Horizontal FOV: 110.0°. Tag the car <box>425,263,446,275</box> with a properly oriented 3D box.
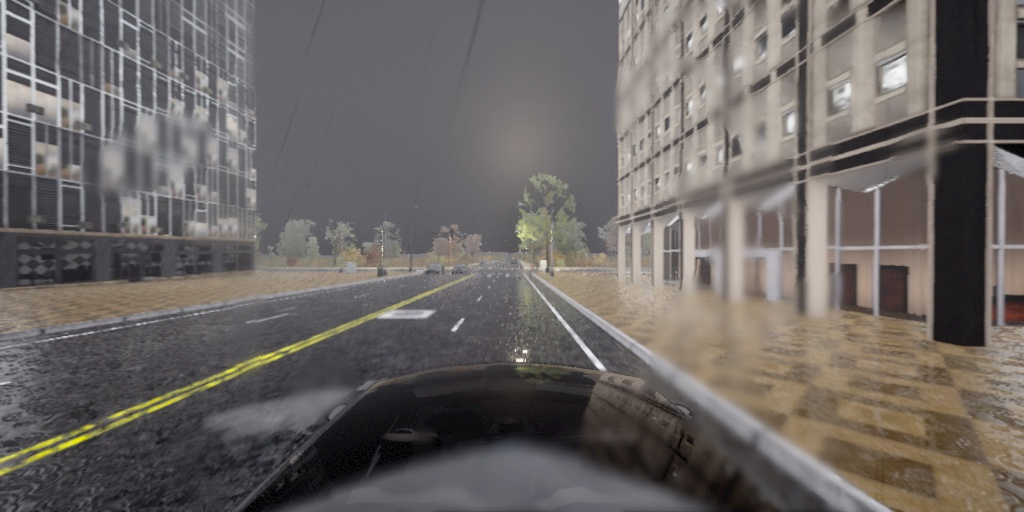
[{"bbox_3d":[-9.753,1.681,46.038,1.837,1.490,4.892,0,0,0],"label":"car"}]

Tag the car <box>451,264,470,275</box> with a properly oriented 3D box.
[{"bbox_3d":[-6.503,1.719,46.038,1.994,1.385,4.181,0,0,0],"label":"car"}]
